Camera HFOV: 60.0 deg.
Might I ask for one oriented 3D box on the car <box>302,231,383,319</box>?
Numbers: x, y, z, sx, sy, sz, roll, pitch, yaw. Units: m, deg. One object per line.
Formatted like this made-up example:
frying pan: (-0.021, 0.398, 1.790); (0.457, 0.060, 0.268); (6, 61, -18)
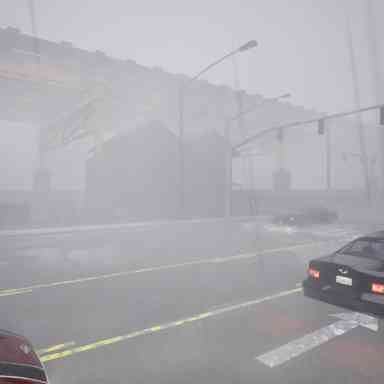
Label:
car: (4.631, 1.547, 7.092); (5.357, 1.411, 2.033); (0, 0, -35)

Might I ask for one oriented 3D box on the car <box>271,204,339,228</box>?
car: (7.750, 1.547, 22.426); (5.357, 1.411, 2.033); (0, 0, -36)

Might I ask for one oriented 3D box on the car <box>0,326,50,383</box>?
car: (-3.048, 1.352, 1.573); (4.553, 1.767, 2.097); (0, 0, -36)
